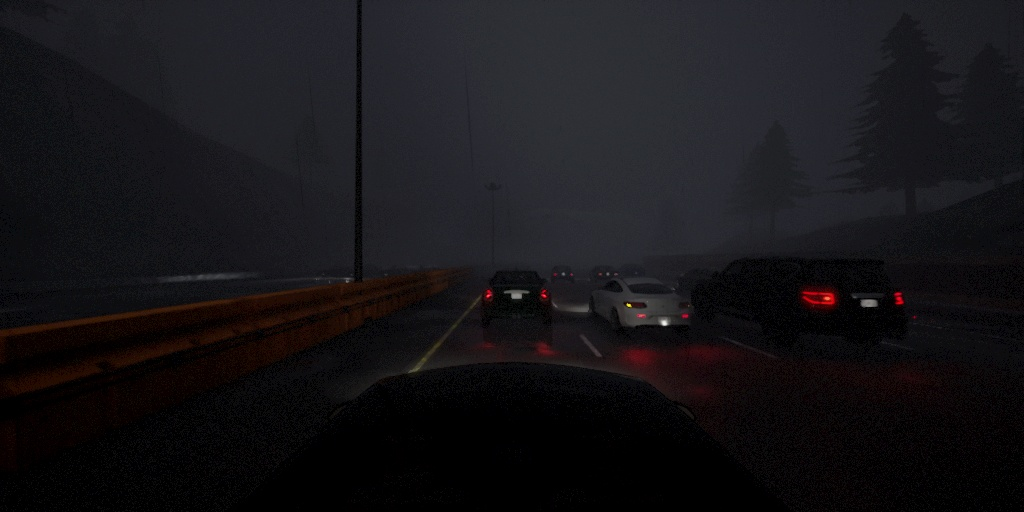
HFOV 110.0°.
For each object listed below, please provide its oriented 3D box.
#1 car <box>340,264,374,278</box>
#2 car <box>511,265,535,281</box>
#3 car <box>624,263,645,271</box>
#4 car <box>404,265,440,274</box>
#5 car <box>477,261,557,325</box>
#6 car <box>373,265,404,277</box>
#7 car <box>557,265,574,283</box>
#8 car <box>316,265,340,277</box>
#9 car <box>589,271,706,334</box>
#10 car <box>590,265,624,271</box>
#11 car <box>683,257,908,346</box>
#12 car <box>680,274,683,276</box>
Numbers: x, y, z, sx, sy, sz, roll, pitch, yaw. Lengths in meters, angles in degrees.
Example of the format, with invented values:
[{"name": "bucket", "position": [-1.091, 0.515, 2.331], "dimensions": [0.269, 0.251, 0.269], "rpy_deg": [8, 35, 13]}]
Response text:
[{"name": "car", "position": [-16.079, 1.576, 39.326], "dimensions": [2.033, 1.411, 5.357], "rpy_deg": [0, 0, 7]}, {"name": "car", "position": [1.118, 1.594, 34.095], "dimensions": [1.895, 1.301, 4.718], "rpy_deg": [0, 0, 6]}, {"name": "car", "position": [11.928, 1.489, 36.013], "dimensions": [1.882, 1.535, 5.008], "rpy_deg": [0, -1, 7]}, {"name": "car", "position": [-9.229, 1.618, 37.641], "dimensions": [1.895, 1.301, 4.718], "rpy_deg": [0, 0, 7]}, {"name": "car", "position": [0.156, 1.180, 12.267], "dimensions": [2.097, 1.767, 4.553], "rpy_deg": [0, -1, 1]}, {"name": "car", "position": [-12.615, 1.625, 38.732], "dimensions": [1.895, 1.301, 4.718], "rpy_deg": [0, 0, 8]}, {"name": "car", "position": [4.297, 1.517, 30.804], "dimensions": [2.033, 1.411, 5.357], "rpy_deg": [0, 0, 5]}, {"name": "car", "position": [-19.529, 1.632, 39.830], "dimensions": [1.895, 1.301, 4.718], "rpy_deg": [0, 0, 8]}, {"name": "car", "position": [3.637, 1.345, 10.789], "dimensions": [1.812, 1.442, 4.674], "rpy_deg": [0, 0, 1]}, {"name": "car", "position": [7.807, 1.518, 30.775], "dimensions": [2.033, 1.411, 5.357], "rpy_deg": [0, 0, 5]}, {"name": "car", "position": [7.125, 1.036, 9.802], "dimensions": [2.150, 2.045, 5.566], "rpy_deg": [0, 0, 1]}, {"name": "car", "position": [10.766, 1.393, 19.947], "dimensions": [1.837, 1.490, 4.892], "rpy_deg": [0, -1, 1]}]
